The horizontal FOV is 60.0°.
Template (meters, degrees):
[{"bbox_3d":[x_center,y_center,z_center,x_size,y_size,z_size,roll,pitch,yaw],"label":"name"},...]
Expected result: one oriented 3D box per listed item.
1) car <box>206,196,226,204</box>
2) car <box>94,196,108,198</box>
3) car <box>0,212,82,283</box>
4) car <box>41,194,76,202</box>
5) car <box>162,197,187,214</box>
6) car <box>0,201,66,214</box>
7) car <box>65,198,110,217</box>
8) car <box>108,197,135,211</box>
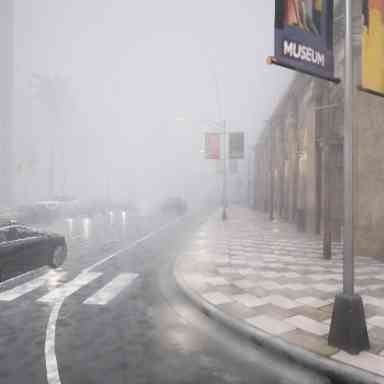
[{"bbox_3d":[4.821,1.504,64.691,2.128,1.511,4.902,-2,-1,44],"label":"car"},{"bbox_3d":[-11.711,1.352,42.334,2.097,1.767,4.553,0,0,7],"label":"car"},{"bbox_3d":[-4.951,1.498,8.365,2.128,1.511,4.902,0,0,6],"label":"car"},{"bbox_3d":[-12.962,1.221,32.085,2.150,2.045,5.566,0,0,7],"label":"car"},{"bbox_3d":[-1.820,1.341,36.022,2.097,1.767,4.553,0,0,7],"label":"car"},{"bbox_3d":[-10.643,1.547,21.569,2.033,1.411,5.357,0,0,6],"label":"car"},{"bbox_3d":[-9.569,1.526,30.936,1.812,1.442,4.674,0,0,7],"label":"car"},{"bbox_3d":[-8.377,1.526,40.753,1.812,1.442,4.674,0,0,7],"label":"car"}]
